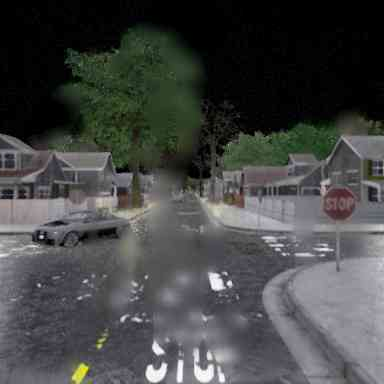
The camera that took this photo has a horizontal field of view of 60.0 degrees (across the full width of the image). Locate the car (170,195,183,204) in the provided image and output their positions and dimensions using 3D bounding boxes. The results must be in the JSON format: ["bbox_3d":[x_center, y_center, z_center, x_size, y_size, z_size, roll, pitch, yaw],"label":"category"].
[{"bbox_3d":[-2.744,1.273,59.141,1.837,1.490,4.892,0,0,0],"label":"car"}]

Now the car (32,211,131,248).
[{"bbox_3d":[-4.682,1.549,14.623,1.994,1.385,4.181,1,1,37],"label":"car"}]
